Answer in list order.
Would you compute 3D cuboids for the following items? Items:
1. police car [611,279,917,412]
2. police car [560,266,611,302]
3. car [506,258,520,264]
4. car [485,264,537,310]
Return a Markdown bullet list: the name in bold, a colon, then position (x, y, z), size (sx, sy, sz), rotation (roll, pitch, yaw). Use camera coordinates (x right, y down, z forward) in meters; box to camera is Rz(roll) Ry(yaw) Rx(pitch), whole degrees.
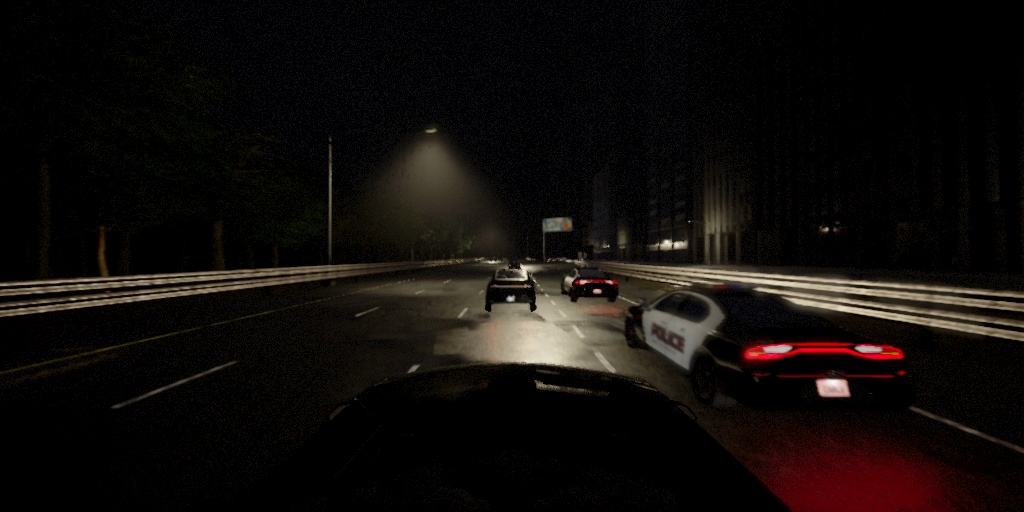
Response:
- **police car**: position (3.503, 1.262, 6.319), size (2.038, 1.542, 4.974), rotation (0, 0, 0)
- **police car**: position (3.531, 1.278, 17.291), size (2.038, 1.542, 4.974), rotation (0, 0, 0)
- **car**: position (0.339, 1.430, 54.982), size (1.895, 1.301, 4.718), rotation (0, 0, 1)
- **car**: position (-0.023, 1.261, 14.696), size (2.128, 1.511, 4.902), rotation (0, 0, 1)
